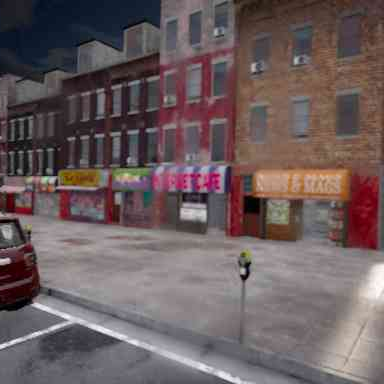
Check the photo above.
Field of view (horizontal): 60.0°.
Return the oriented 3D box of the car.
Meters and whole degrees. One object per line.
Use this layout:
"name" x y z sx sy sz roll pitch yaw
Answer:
"car" -4.899 1.263 6.266 5.009 1.841 2.192 0 2 35
